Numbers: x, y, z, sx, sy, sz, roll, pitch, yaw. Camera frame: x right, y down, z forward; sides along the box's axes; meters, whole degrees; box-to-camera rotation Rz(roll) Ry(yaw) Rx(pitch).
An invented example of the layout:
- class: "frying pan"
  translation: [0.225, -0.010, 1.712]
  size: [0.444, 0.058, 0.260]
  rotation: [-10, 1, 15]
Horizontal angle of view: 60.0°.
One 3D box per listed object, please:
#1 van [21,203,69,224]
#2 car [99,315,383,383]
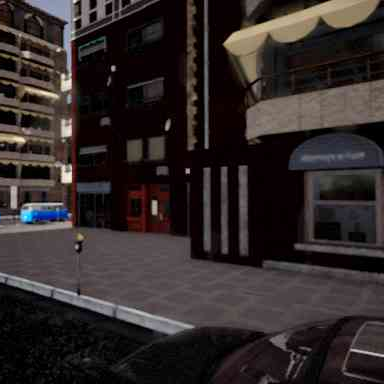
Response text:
- class: "van"
  translation: [-13.075, 1.918, 29.709]
  size: [1.690, 1.788, 3.998]
  rotation: [-2, -2, 35]
- class: "car"
  translation: [1.173, 1.552, 2.036]
  size: [4.403, 1.369, 2.008]
  rotation: [-1, 0, 36]
